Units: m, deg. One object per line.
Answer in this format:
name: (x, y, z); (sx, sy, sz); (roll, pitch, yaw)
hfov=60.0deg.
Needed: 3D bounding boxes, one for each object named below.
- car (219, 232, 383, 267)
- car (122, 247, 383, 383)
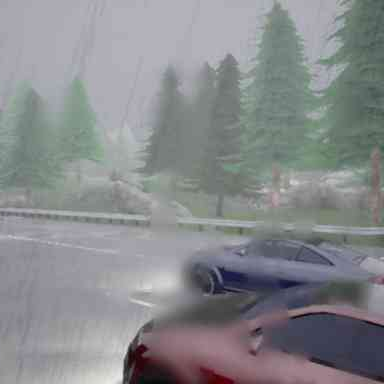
car: (1.799, 1.565, 7.010); (4.181, 1.385, 1.994); (0, 0, 36)
car: (1.317, 1.564, 3.054); (4.181, 1.385, 1.994); (0, 0, 35)
